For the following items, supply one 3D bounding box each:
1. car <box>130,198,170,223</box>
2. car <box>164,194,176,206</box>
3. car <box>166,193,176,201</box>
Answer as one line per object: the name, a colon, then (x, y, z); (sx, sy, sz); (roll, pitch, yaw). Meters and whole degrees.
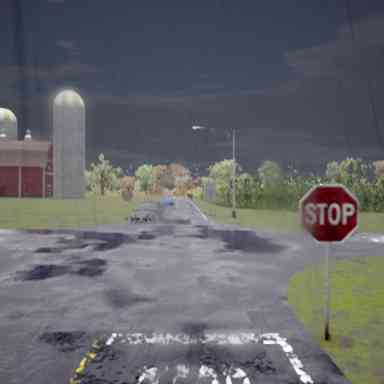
car: (-3.199, 1.502, 24.949); (1.837, 1.490, 4.892); (0, 2, 6)
car: (-3.655, 1.390, 50.993); (1.882, 1.535, 5.008); (0, 1, -2)
car: (-4.620, 1.159, 74.940); (2.097, 1.767, 4.553); (0, 0, -2)
